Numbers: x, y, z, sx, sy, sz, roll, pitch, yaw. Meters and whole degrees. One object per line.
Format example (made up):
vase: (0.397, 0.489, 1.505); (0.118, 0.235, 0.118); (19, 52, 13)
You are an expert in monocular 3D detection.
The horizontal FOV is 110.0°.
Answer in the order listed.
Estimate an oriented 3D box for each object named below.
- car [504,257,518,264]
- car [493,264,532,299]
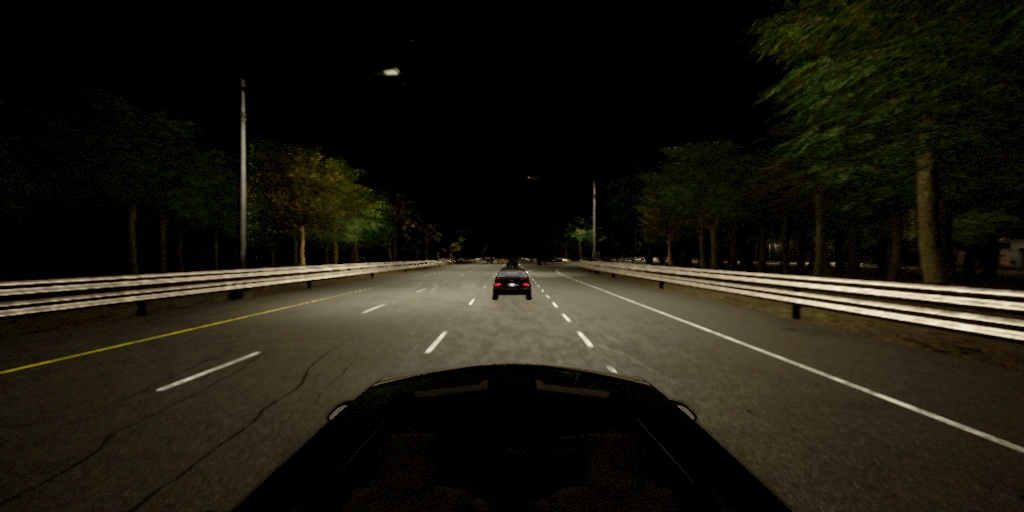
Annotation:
car: (0.021, 1.239, 56.392); (1.837, 1.490, 4.892); (0, 0, 0)
car: (0.008, 1.292, 18.013); (2.033, 1.411, 5.357); (0, 0, 0)
